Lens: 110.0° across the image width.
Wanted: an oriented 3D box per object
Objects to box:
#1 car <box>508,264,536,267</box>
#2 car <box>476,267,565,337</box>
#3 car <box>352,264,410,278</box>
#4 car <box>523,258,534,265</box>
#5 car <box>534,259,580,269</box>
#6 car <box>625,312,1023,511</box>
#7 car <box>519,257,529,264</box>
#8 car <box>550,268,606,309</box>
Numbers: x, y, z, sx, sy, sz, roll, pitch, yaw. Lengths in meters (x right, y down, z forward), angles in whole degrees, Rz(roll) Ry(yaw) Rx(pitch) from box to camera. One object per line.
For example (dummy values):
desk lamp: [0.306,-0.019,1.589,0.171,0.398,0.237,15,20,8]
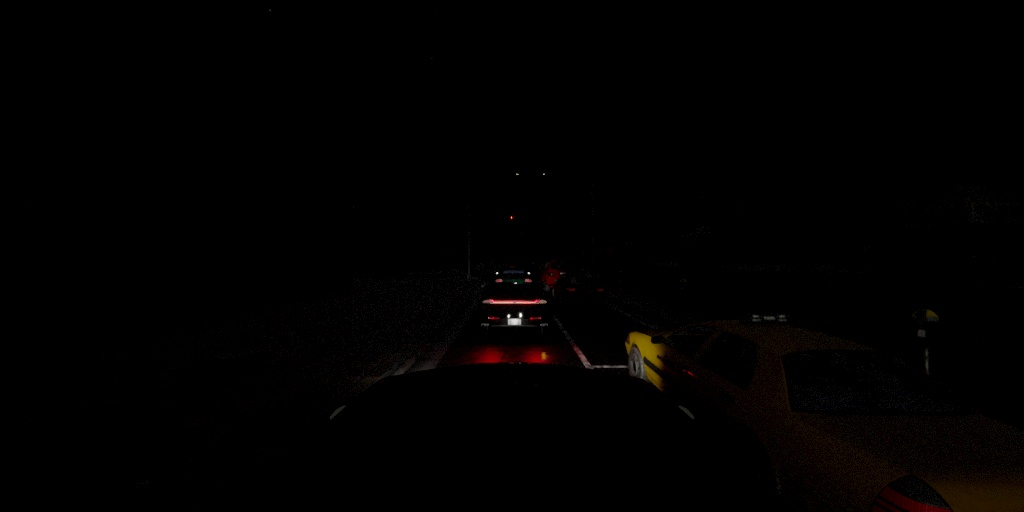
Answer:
car: [0.060,1.321,19.297,1.994,1.385,4.181,0,0,-1]
car: [0.080,1.243,10.352,2.128,1.511,4.902,0,0,1]
car: [-11.618,1.338,31.773,4.718,1.301,1.895,0,-1,0]
car: [2.719,1.346,46.607,1.888,1.381,4.507,0,0,0]
car: [2.671,1.073,20.178,2.192,1.841,5.009,0,0,0]
car: [2.643,1.275,4.000,1.751,1.417,4.829,0,0,0]
car: [2.748,1.390,62.918,1.888,1.381,4.507,0,0,0]
car: [2.662,1.335,14.729,1.802,1.307,4.207,0,0,0]
